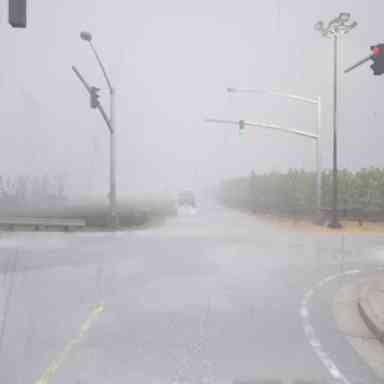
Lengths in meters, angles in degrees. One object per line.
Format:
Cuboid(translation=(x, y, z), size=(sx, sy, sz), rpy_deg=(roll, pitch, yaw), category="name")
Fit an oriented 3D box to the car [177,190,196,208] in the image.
Cuboid(translation=(-0.717, 0.831, 41.523), size=(2.150, 2.045, 5.566), rpy_deg=(0, 2, -3), category="car")
